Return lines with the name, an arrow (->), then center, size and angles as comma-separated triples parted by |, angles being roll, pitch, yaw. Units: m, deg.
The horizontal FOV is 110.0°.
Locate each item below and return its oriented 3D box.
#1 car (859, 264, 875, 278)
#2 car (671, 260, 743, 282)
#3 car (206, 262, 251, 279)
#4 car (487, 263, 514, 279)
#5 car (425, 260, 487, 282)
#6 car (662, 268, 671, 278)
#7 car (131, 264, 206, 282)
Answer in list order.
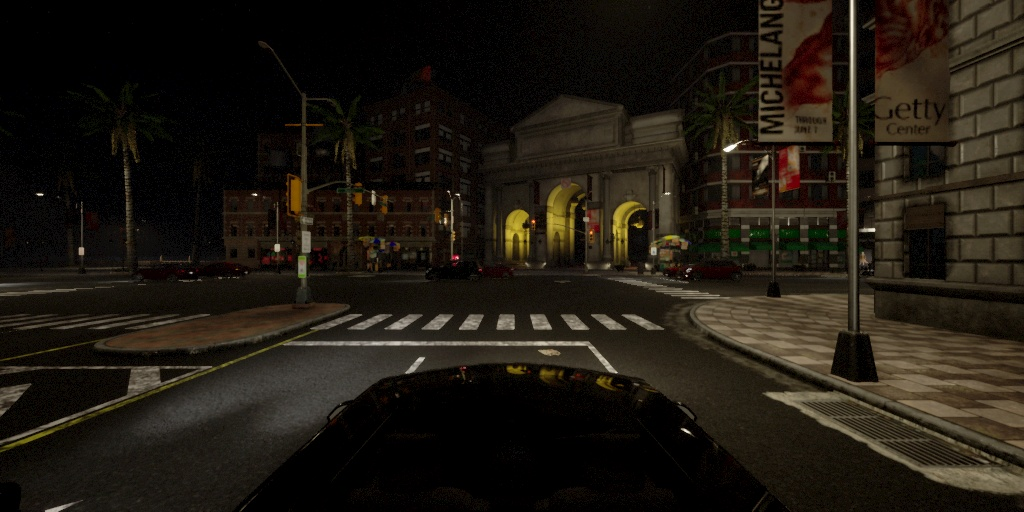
car -> 33.135, 1.241, 31.548 | 4.902, 1.511, 2.128 | 0, 0, 2
car -> 15.470, 1.102, 28.306 | 4.553, 1.767, 2.097 | 0, 0, 0
car -> -26.044, 1.276, 32.077 | 4.674, 1.442, 1.812 | 0, 0, 0
car -> -1.905, 1.314, 31.926 | 4.181, 1.385, 1.994 | 0, 0, 0
car -> -4.504, 1.102, 28.442 | 4.553, 1.767, 2.097 | 0, 0, 0
car -> 15.959, 1.351, 31.809 | 4.718, 1.301, 1.895 | 0, 0, 0
car -> -27.575, 1.314, 28.587 | 4.181, 1.385, 1.994 | 0, 0, 0
